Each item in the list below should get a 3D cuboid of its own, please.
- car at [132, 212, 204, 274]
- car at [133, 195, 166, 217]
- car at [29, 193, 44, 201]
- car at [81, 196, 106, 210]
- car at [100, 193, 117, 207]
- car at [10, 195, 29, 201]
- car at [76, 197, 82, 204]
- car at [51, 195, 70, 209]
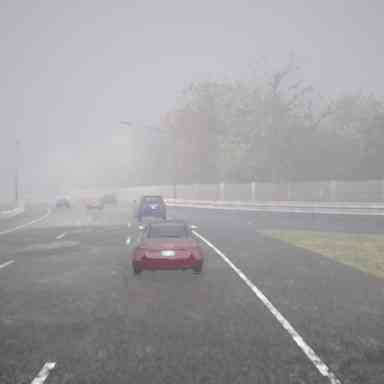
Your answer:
[{"bbox_3d":[-0.785,1.563,10.640,1.994,1.385,4.181,0,0,-5],"label":"car"},{"bbox_3d":[-3.500,1.226,27.054,2.150,2.045,5.566,0,0,-14],"label":"car"},{"bbox_3d":[-37.762,1.279,79.056,4.553,1.767,2.097,0,0,41],"label":"car"},{"bbox_3d":[-12.952,1.596,43.586,1.994,1.385,4.181,0,0,-23],"label":"car"},{"bbox_3d":[-13.594,1.254,52.742,2.150,2.045,5.566,0,0,-29],"label":"car"},{"bbox_3d":[-40.208,1.472,76.551,5.357,1.411,2.033,0,0,41],"label":"car"},{"bbox_3d":[-20.798,1.601,64.564,2.033,1.411,5.357,0,0,-35],"label":"car"},{"bbox_3d":[-18.554,1.556,47.281,1.837,1.490,4.892,0,0,-27],"label":"car"}]
